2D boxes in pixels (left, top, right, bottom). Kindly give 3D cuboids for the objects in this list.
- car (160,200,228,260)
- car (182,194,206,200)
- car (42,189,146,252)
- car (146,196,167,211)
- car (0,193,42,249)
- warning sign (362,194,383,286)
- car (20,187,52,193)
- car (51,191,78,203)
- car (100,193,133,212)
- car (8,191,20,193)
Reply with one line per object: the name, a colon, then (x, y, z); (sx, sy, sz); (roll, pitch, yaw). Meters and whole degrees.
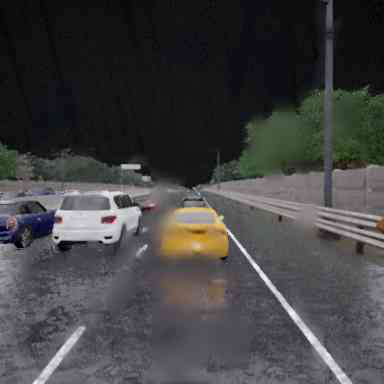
car: (0.111, 1.260, 11.464); (1.882, 1.535, 5.008); (0, 1, 0)
car: (0.164, 0.945, 28.926); (2.128, 1.511, 4.902); (0, 1, 0)
car: (-3.380, 0.974, 12.866); (2.150, 2.045, 5.566); (0, 1, 0)
car: (-3.331, 1.001, 29.669); (1.994, 1.385, 4.181); (0, 1, 0)
car: (-6.880, 1.096, 13.365); (2.097, 1.767, 4.553); (0, 1, 0)
warning sign: (4.557, 0.982, 7.099); (1.300, 1.860, 1.060); (-1, 0, 0)
car: (-20.951, 0.343, 45.926); (2.150, 2.045, 5.566); (0, 1, 0)
car: (-17.456, 0.631, 45.696); (1.837, 1.490, 4.892); (0, 1, 0)
car: (-6.827, 0.896, 30.548); (1.882, 1.535, 5.008); (0, 1, 0)
car: (-24.448, 0.610, 45.917); (2.128, 1.511, 4.902); (0, 1, 0)
